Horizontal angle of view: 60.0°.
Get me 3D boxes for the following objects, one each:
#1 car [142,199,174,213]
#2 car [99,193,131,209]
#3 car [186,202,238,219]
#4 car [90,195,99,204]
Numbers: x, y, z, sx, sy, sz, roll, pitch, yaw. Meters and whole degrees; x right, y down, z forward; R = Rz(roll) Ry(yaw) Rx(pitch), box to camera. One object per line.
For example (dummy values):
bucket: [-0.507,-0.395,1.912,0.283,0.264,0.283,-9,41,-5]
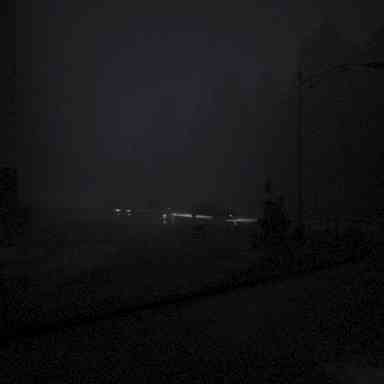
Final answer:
car: [-3.806,1.491,36.868,2.128,1.511,4.902,0,0,-36]
car: [-10.484,1.223,46.228,2.150,2.045,5.566,0,0,-35]
car: [1.595,1.547,29.322,2.033,1.411,5.357,0,0,-36]
car: [-18.055,1.352,63.971,2.097,1.767,4.553,0,0,-35]
